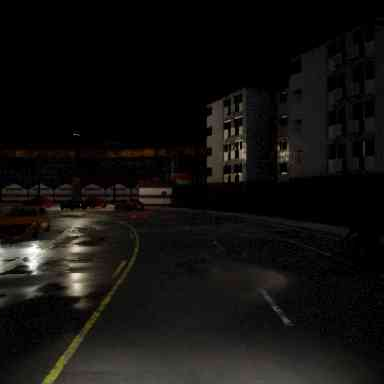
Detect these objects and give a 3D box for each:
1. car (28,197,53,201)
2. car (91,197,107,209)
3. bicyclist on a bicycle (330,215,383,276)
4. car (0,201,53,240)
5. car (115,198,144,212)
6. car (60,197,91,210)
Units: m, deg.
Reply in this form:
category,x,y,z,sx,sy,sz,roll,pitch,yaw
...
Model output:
category,x,y,z,sx,sy,sz,roll,pitch,yaw
car,-22.189,1.476,47.971,5.008,1.535,1.882,0,0,31
car,-13.746,1.476,45.979,5.008,1.535,1.882,0,0,42
bicyclist on a bicycle,4.486,1.451,8.912,1.656,1.620,0.582,-2,0,-2
car,-8.681,1.477,17.401,1.882,1.535,5.008,0,0,-14
car,-7.383,1.476,38.927,1.882,1.535,5.008,0,0,-36
car,-15.142,1.562,42.387,1.994,1.385,4.181,0,0,-45
